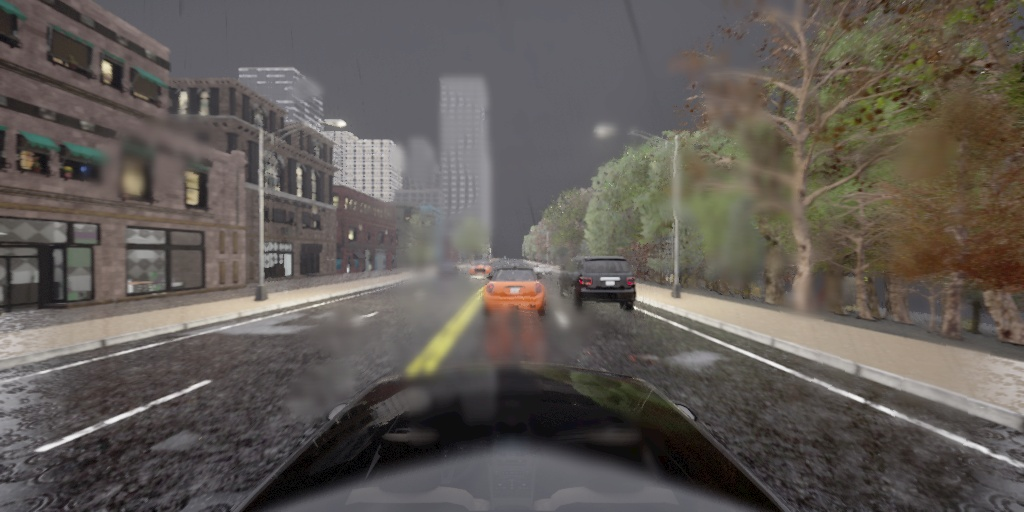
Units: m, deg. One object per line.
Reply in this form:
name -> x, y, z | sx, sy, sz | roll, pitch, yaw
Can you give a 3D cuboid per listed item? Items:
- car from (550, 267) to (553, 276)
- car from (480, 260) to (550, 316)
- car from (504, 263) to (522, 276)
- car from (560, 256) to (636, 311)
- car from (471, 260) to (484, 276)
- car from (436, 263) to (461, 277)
car -> 3.355, 1.509, 39.515 | 1.895, 1.301, 4.718 | 0, 0, 0
car -> 0.103, 1.153, 13.762 | 2.097, 1.767, 4.553 | 0, 0, 0
car -> 0.106, 1.513, 40.519 | 1.895, 1.301, 4.718 | 0, 0, 0
car -> 3.354, 1.029, 14.929 | 2.150, 2.045, 5.566 | 0, 0, 0
car -> -3.330, 1.260, 39.734 | 2.097, 1.767, 4.553 | 0, 0, 0
car -> -6.585, 1.448, 37.834 | 2.033, 1.411, 5.357 | 0, 0, 0
